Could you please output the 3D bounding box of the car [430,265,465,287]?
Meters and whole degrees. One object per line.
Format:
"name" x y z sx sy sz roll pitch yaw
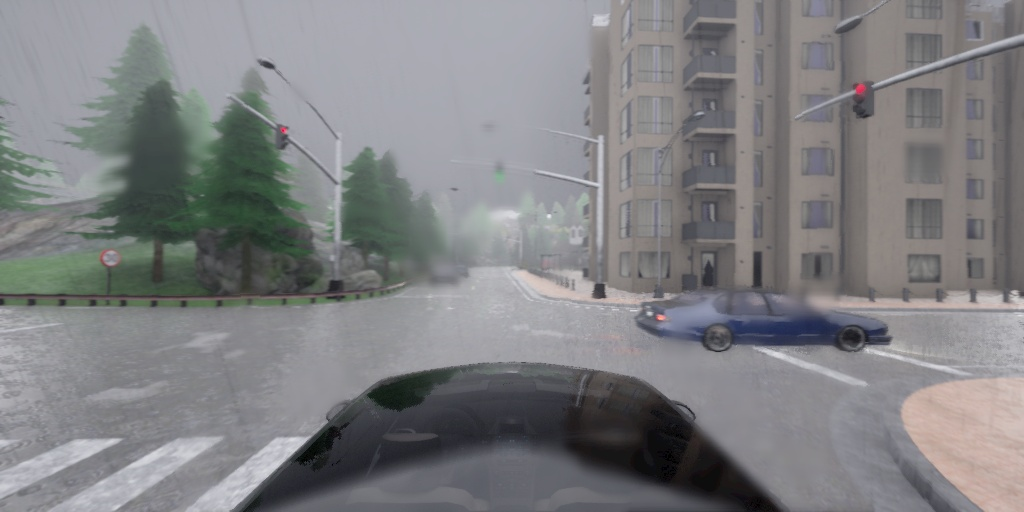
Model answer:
"car" -5.016 1.501 27.541 1.837 1.490 4.892 1 -1 -2

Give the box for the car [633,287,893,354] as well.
"car" 5.828 1.487 8.745 5.357 1.411 2.033 1 -1 -1

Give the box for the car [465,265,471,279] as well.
"car" -5.386 1.664 37.555 1.994 1.385 4.181 1 -1 -2
